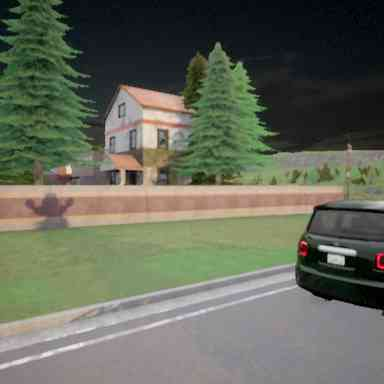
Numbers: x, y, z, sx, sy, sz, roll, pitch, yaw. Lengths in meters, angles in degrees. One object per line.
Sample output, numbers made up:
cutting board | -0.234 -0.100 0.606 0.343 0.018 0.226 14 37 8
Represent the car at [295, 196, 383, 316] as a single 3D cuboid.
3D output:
car | 4.543 1.162 7.010 5.566 2.045 2.150 -1 1 -36
